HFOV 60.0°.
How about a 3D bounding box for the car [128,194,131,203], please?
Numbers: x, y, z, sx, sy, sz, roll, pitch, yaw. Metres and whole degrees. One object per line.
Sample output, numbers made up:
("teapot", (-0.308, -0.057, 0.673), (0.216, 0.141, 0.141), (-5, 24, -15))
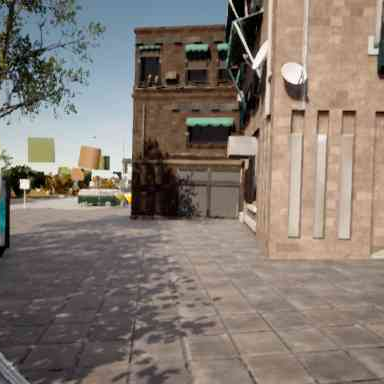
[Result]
("car", (-10.468, 0.898, 44.756), (5.008, 1.535, 2.097), (2, 1, -14))

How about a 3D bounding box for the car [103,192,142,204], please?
("car", (-9.987, 0.859, 47.790), (5.366, 1.575, 1.946), (2, 1, -14))

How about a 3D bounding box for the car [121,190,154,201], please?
("car", (-9.378, 0.637, 56.660), (5.366, 1.575, 1.946), (2, 2, -14))

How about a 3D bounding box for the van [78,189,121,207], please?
("van", (-10.962, 0.744, 38.825), (4.442, 1.987, 1.878), (2, 1, -14))

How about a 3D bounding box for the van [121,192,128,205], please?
("van", (-10.657, 0.710, 41.810), (4.442, 1.987, 1.878), (2, 1, -14))
